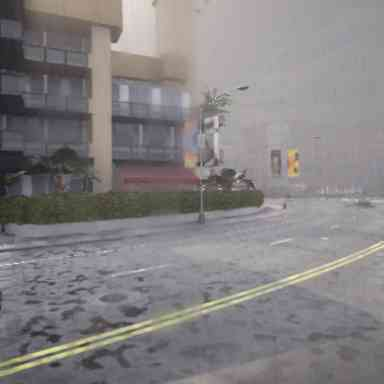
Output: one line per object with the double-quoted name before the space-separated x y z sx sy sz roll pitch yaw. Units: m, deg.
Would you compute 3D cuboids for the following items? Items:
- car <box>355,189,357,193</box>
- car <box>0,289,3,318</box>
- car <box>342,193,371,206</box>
"car" 42.379 0.748 85.231 1.816 1.474 4.193 -1 0 -23
"car" -5.109 1.606 4.756 4.181 1.385 1.994 -1 0 -35
"car" 23.184 1.241 47.108 1.895 1.301 4.718 -1 0 -2
